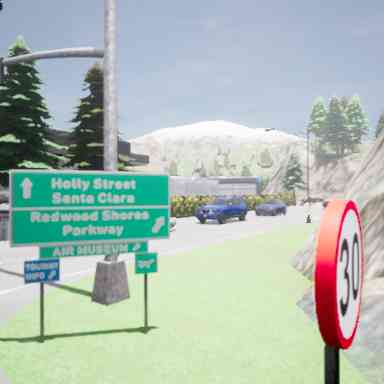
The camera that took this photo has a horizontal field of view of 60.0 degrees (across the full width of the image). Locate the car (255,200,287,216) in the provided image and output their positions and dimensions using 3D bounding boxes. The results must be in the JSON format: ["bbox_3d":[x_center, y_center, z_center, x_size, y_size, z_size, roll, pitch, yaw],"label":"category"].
[{"bbox_3d":[8.556,1.614,35.900,2.097,1.767,4.553,0,0,36],"label":"car"}]

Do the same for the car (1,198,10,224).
[{"bbox_3d":[-12.209,1.632,25.894,1.905,1.878,3.866,0,0,35],"label":"car"}]

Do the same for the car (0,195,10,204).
[{"bbox_3d":[-38.482,1.858,69.794,4.514,1.523,2.007,0,0,35],"label":"car"}]

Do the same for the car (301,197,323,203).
[{"bbox_3d":[27.379,1.828,75.813,4.902,1.511,2.128,0,0,43],"label":"car"}]

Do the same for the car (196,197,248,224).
[{"bbox_3d":[2.634,1.484,27.749,2.150,2.045,5.566,0,0,36],"label":"car"}]

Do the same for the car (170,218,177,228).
[{"bbox_3d":[-3.057,1.864,19.898,1.895,1.301,4.718,0,0,36],"label":"car"}]
